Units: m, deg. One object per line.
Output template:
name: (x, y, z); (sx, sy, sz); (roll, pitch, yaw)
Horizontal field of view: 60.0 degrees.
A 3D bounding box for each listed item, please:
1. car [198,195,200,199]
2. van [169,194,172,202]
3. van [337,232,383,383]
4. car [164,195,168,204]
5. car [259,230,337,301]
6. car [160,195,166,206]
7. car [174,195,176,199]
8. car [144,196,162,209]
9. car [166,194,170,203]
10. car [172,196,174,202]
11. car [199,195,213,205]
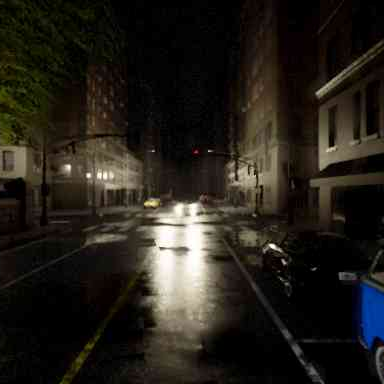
car: (2.884, 1.683, 73.464); (2.008, 1.369, 4.403); (0, 0, 0)
van: (-5.644, 1.460, 67.986); (1.690, 1.788, 3.998); (0, 0, 0)
van: (2.856, 1.346, 2.531); (1.690, 1.788, 3.998); (0, 0, 0)
car: (-5.647, 1.640, 57.084); (1.887, 1.381, 4.507); (0, 0, 0)
car: (2.859, 1.582, 8.190); (1.947, 1.339, 4.313); (0, 0, 0)
car: (-5.649, 1.635, 51.632); (2.008, 1.369, 4.403); (0, 0, 0)
car: (-5.640, 1.462, 78.887); (2.192, 1.841, 5.009); (0, 0, 0)
car: (-5.652, 1.599, 46.012); (1.752, 1.417, 4.829); (0, 0, 0)
car: (-5.645, 1.651, 62.534); (1.887, 1.381, 4.507); (0, 0, 0)
car: (-5.641, 1.683, 73.436); (2.008, 1.369, 4.403); (0, 0, 0)
car: (2.879, 1.547, 62.567); (1.967, 1.590, 4.097); (0, 0, 0)
